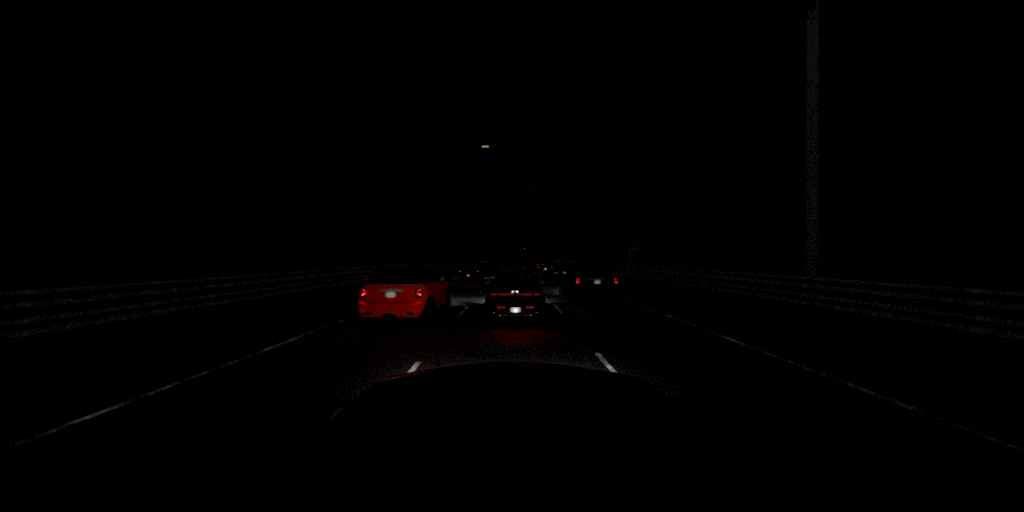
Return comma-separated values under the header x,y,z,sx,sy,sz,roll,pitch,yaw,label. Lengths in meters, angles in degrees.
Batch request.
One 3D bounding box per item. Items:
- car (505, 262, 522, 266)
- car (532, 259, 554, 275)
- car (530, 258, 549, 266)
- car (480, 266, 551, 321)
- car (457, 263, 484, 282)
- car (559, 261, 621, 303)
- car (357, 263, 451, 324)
x,y,z,sx,sy,sz,roll,pitch,yaw,label
0.138,1.279,30.455,1.882,1.535,5.008,0,0,0,car
3.656,1.392,40.778,1.994,1.385,4.181,0,0,1,car
3.948,1.384,52.678,1.837,1.490,4.892,0,0,2,car
0.098,1.262,12.453,1.837,1.490,4.892,0,0,0,car
-3.366,1.325,29.981,1.812,1.442,4.674,0,0,0,car
3.495,1.099,16.783,2.097,1.767,4.553,0,0,0,car
-3.403,1.108,12.176,2.097,1.767,4.553,0,0,0,car
